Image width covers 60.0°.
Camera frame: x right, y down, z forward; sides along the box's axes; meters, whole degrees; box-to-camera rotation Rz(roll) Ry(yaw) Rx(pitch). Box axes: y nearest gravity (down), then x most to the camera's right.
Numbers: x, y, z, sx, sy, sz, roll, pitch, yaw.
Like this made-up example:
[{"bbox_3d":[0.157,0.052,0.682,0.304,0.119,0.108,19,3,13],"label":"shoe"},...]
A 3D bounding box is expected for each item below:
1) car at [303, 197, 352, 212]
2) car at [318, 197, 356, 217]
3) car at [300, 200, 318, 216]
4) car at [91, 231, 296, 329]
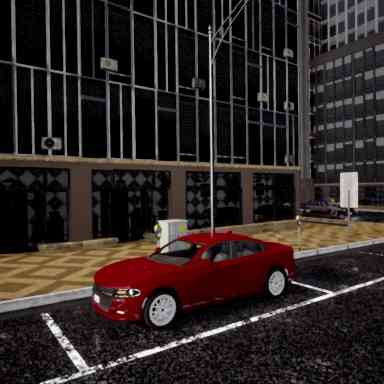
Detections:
[{"bbox_3d":[14.884,1.274,36.714,1.752,1.417,4.829,-1,1,-35],"label":"car"},{"bbox_3d":[12.079,1.421,30.635,2.033,1.411,5.357,-1,1,-35],"label":"car"},{"bbox_3d":[8.890,1.451,30.763,2.008,1.369,4.403,-1,1,-35],"label":"car"},{"bbox_3d":[0.231,1.543,6.889,4.507,1.381,1.887,0,-1,-35],"label":"car"}]
